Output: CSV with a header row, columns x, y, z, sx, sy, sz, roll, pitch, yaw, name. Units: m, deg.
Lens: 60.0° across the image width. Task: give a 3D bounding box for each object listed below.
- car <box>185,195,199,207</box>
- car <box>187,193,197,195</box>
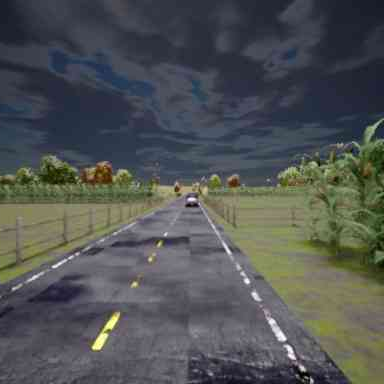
x,y,z,sx,sy,sz,roll,pitch,yaw,name
-0.003,1.533,50.380,1.895,1.301,4.718,0,0,0,car
-0.003,1.137,60.382,2.150,2.045,5.566,0,0,0,car
